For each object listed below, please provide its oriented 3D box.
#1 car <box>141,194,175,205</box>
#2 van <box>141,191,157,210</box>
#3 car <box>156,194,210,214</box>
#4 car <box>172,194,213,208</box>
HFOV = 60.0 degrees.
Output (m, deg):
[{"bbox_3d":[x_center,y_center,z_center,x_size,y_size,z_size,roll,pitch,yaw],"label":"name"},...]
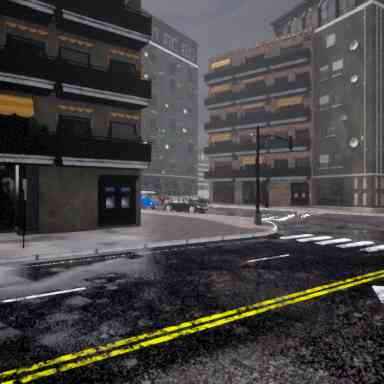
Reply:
[{"bbox_3d":[-4.414,0.962,42.608,4.206,1.307,1.802,1,0,37],"label":"car"},{"bbox_3d":[-5.024,0.818,32.609,3.998,1.788,1.690,1,0,37],"label":"van"},{"bbox_3d":[-0.604,1.138,29.301,4.403,1.369,2.008,1,0,37],"label":"car"},{"bbox_3d":[0.013,1.042,39.301,4.403,1.369,2.008,1,0,37],"label":"car"}]
